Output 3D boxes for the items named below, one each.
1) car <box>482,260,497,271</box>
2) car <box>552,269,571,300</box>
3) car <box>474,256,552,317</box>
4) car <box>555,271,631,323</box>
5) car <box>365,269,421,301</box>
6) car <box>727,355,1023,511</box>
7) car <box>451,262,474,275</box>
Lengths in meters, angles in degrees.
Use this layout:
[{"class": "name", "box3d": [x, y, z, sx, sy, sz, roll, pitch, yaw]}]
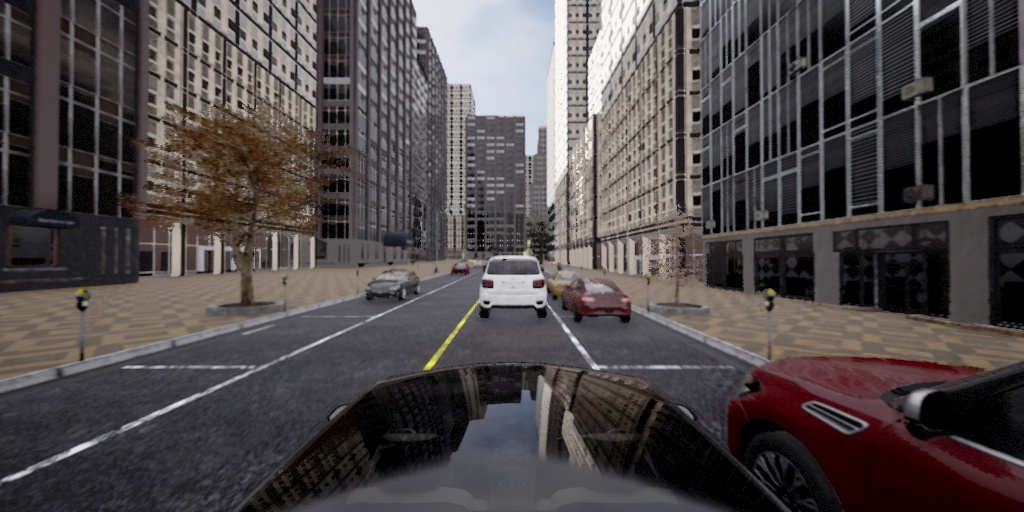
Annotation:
[{"class": "car", "box3d": [-3.123, 1.360, 51.119, 1.837, 1.490, 4.892, 0, 0, 0]}, {"class": "car", "box3d": [2.677, 1.312, 17.810, 1.751, 1.417, 4.829, 0, 0, 0]}, {"class": "car", "box3d": [0.054, 1.001, 13.411, 2.150, 2.045, 5.566, 0, 0, 0]}, {"class": "car", "box3d": [2.682, 1.356, 11.998, 1.802, 1.307, 4.207, 0, 0, 0]}, {"class": "car", "box3d": [-5.703, 1.337, 17.614, 2.007, 1.370, 4.403, 0, 0, 0]}, {"class": "car", "box3d": [2.692, 1.063, 0.716, 2.192, 1.841, 5.009, 0, 0, 0]}, {"class": "car", "box3d": [-5.722, 1.379, 40.185, 1.888, 1.381, 4.507, 0, 0, 0]}]
